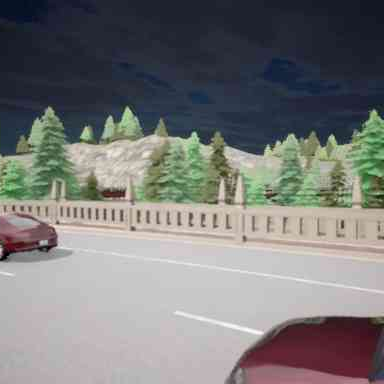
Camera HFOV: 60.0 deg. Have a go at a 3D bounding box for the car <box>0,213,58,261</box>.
[{"bbox_3d":[-6.836,1.478,11.920,4.674,1.442,1.812,0,0,29],"label":"car"}]

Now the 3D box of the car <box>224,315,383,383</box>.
[{"bbox_3d":[2.253,1.553,2.197,4.181,1.385,1.994,0,0,36],"label":"car"}]
